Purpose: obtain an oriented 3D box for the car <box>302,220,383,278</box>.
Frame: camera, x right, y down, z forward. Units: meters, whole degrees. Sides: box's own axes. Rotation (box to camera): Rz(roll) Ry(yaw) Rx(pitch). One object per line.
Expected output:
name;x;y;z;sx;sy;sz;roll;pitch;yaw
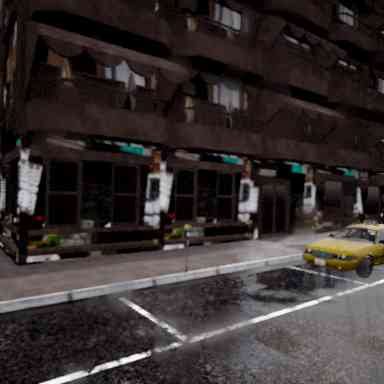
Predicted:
car;5.444;1.604;10.426;4.829;1.417;1.752;1;1;-35
